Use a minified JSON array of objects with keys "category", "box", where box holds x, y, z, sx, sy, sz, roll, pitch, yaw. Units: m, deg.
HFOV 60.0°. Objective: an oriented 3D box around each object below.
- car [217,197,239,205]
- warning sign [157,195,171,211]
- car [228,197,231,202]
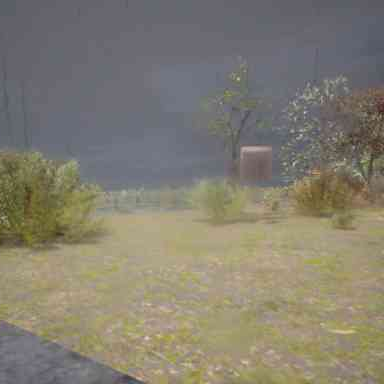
[{"category":"car","box":[6.507,1.624,59.606,1.994,1.385,4.181,0,0,41]},{"category":"warning sign","box":[-3.388,1.265,39.799,1.300,1.860,1.060,-1,0,40]},{"category":"car","box":[4.622,1.435,53.058,2.097,1.767,4.553,0,0,41]}]
